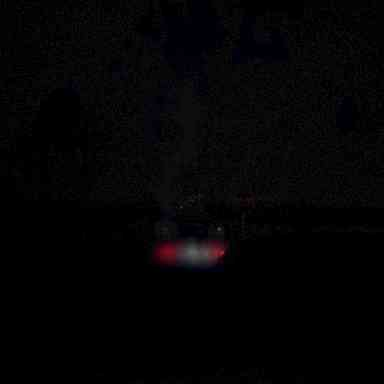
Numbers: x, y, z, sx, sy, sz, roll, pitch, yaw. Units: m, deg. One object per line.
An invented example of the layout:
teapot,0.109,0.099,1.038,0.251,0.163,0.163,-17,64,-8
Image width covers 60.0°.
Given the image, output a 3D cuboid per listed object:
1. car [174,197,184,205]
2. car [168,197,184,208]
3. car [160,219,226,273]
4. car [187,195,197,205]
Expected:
car,-2.747,1.919,71.204,2.128,1.511,4.902,0,0,0
car,-2.820,1.660,54.868,2.097,1.767,4.553,0,-1,0
car,0.039,1.588,10.788,2.033,1.411,5.357,0,0,0
car,0.003,1.920,68.964,1.837,1.490,4.892,0,0,0
